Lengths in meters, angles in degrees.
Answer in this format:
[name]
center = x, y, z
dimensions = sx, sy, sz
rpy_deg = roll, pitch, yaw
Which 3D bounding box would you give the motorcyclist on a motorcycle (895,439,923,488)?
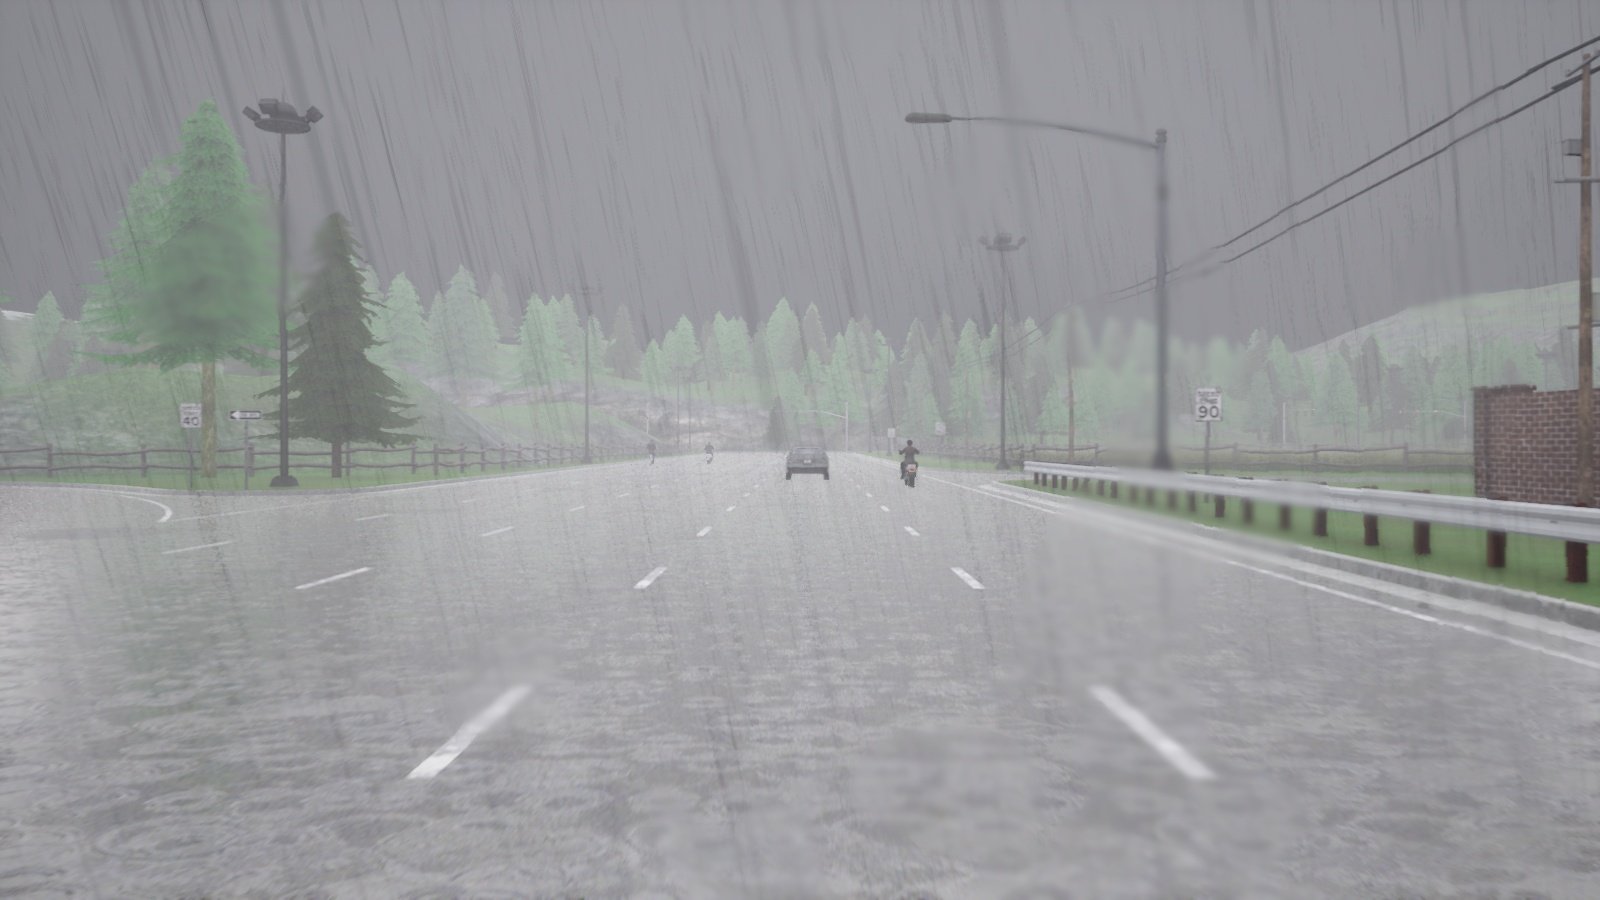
[motorcyclist on a motorcycle]
center = 3.760, 0.455, 43.386
dimensions = 0.766, 1.649, 2.350
rpy_deg = 0, 0, 0

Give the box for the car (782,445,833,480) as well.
[car]
center = 0.317, 0.493, 53.458
dimensions = 2.033, 1.411, 5.357
rpy_deg = 0, 0, 0
